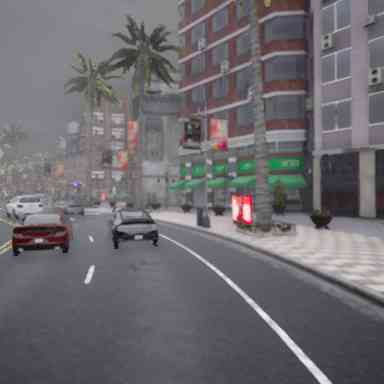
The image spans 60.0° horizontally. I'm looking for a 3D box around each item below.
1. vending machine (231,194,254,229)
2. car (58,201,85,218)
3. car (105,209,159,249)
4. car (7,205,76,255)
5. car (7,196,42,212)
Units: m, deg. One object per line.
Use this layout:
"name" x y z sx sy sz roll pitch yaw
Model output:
"vending machine" 3.139 1.178 20.761 1.100 2.100 0.880 0 0 -22
"car" -11.539 1.598 31.011 2.128 1.511 4.902 0 0 -36
"car" -2.777 1.520 15.023 2.128 1.511 4.902 0 0 -18
"car" -6.026 1.532 13.814 1.882 1.535 5.008 0 0 -18
"car" -15.217 1.357 30.177 2.150 2.045 5.566 0 0 -38
